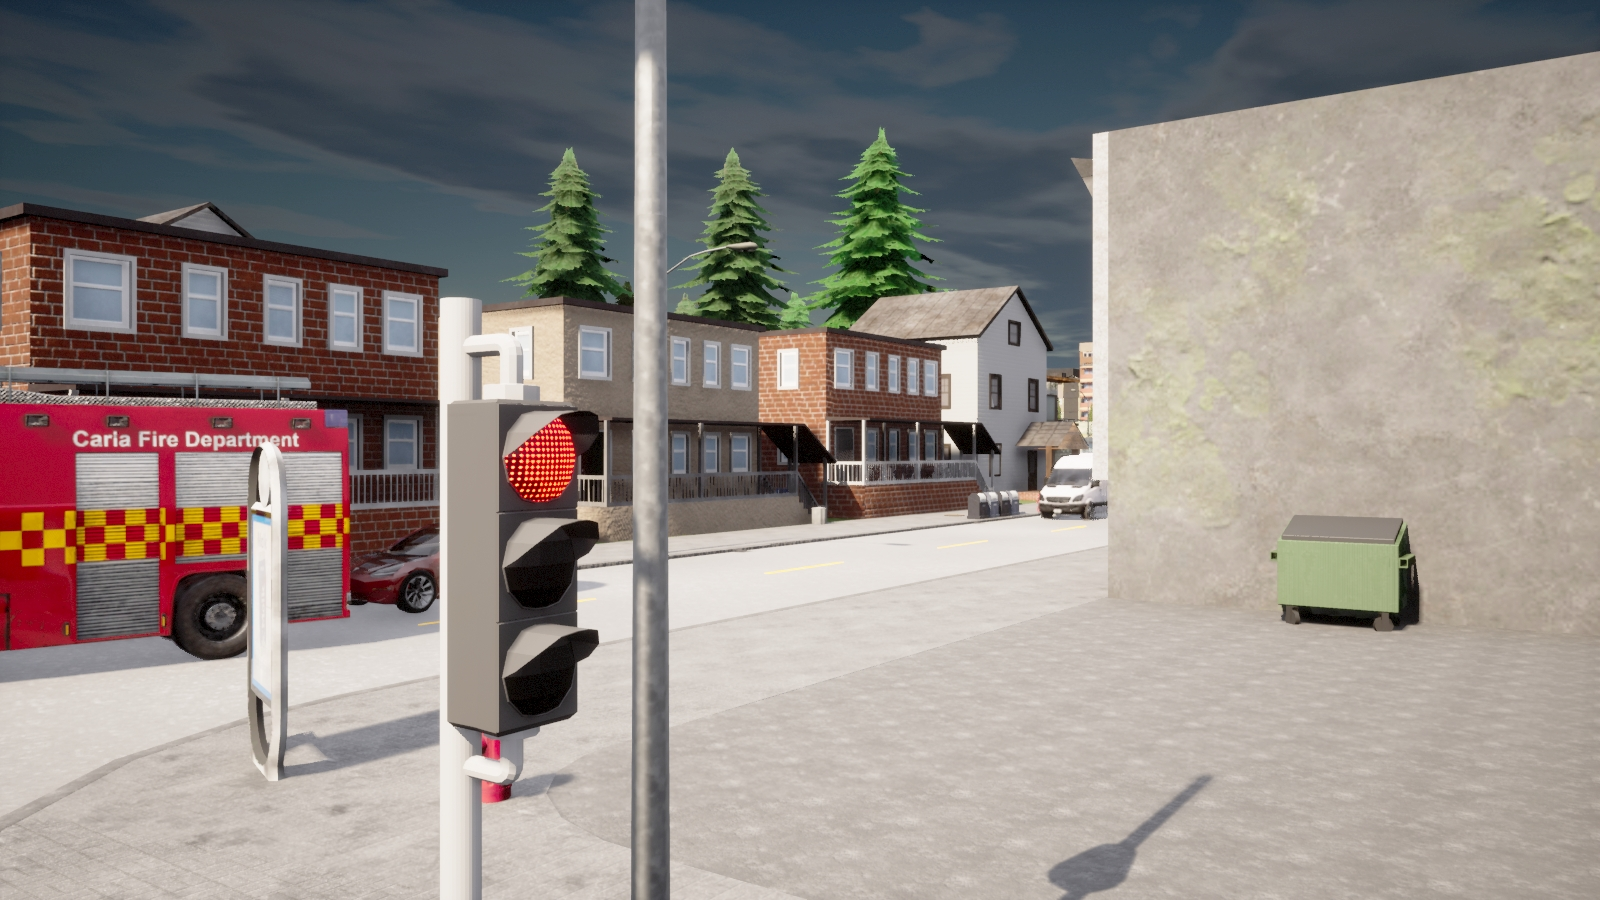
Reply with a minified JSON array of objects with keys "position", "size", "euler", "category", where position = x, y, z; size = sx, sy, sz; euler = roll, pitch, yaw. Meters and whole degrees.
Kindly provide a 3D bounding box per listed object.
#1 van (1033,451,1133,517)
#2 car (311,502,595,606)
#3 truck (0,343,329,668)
[{"position":[11.797,1.307,47.302],"size":[1.988,2.561,5.915],"euler":[0,0,35],"category":"van"},{"position":[-6.341,1.835,21.436],"size":[2.163,1.488,4.792],"euler":[0,0,35],"category":"car"},{"position":[-10.732,0.661,14.266],"size":[8.468,3.827,2.891],"euler":[0,0,-41],"category":"truck"}]
